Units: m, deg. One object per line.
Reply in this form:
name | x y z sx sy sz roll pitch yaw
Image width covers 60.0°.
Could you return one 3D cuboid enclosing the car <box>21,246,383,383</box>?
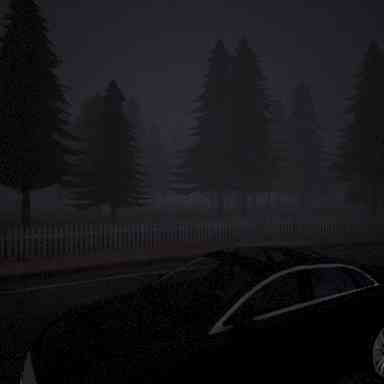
car | 0.679 1.491 4.063 4.902 1.511 2.128 0 0 -29
